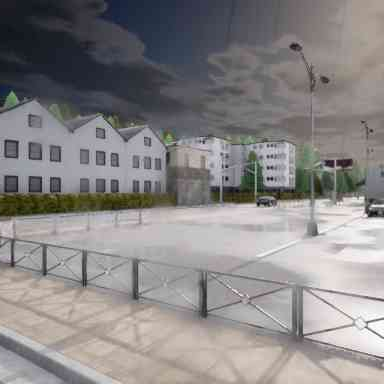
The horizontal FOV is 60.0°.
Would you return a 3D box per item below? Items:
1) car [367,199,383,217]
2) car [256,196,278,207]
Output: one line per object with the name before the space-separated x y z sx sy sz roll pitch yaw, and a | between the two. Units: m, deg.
car | 15.421 1.298 26.811 2.007 1.523 4.514 0 0 35
car | 10.673 1.313 47.132 1.837 1.490 4.892 0 0 32
